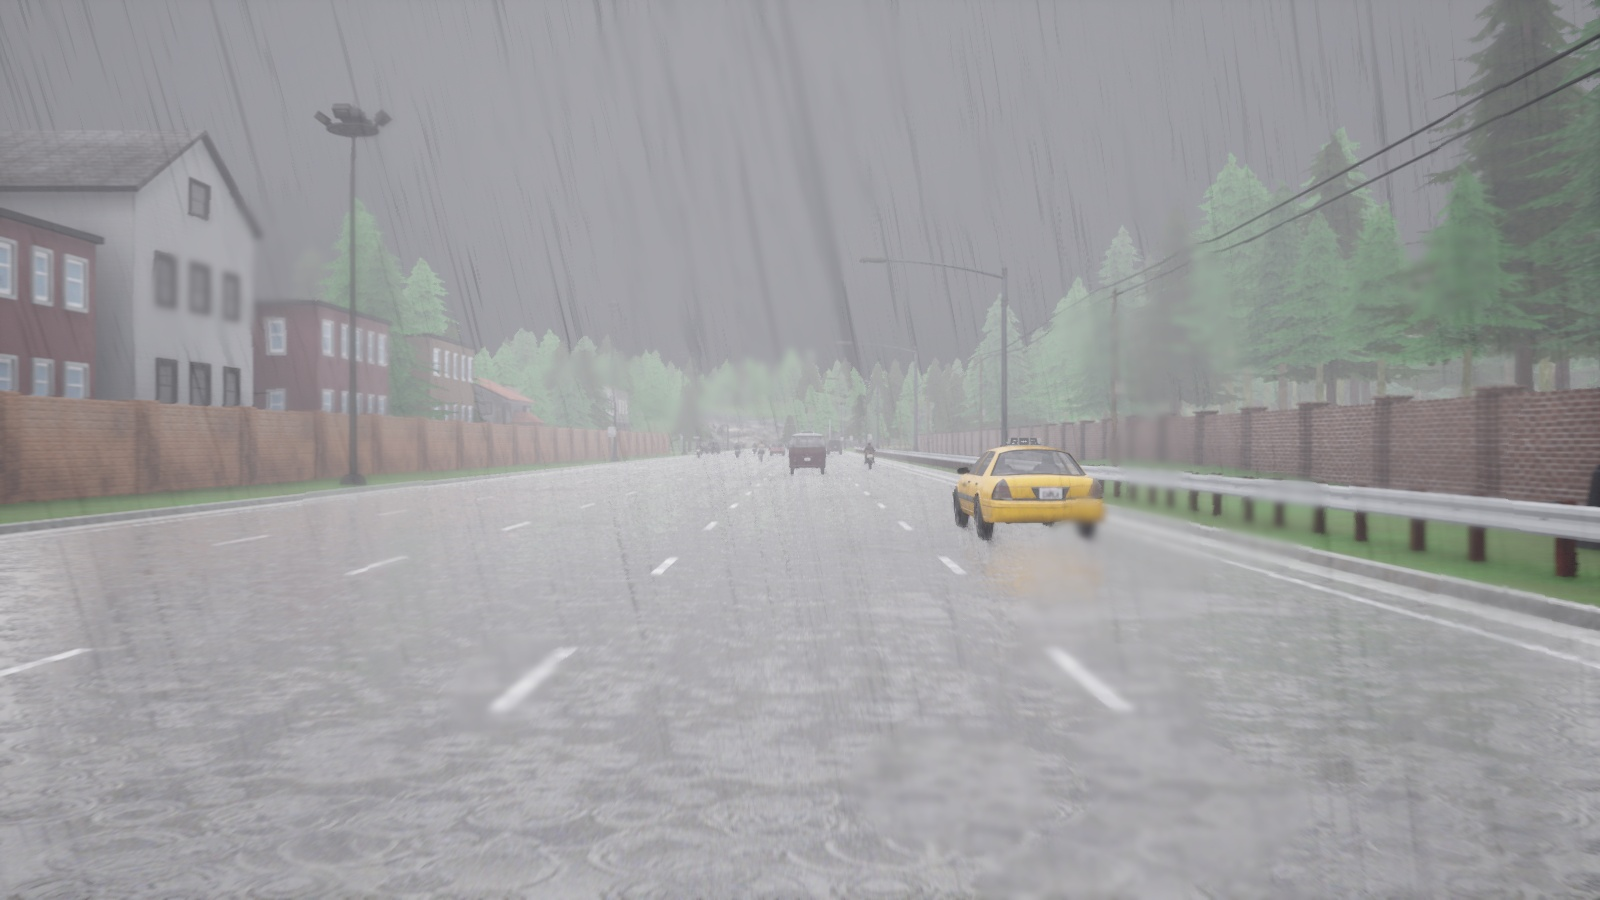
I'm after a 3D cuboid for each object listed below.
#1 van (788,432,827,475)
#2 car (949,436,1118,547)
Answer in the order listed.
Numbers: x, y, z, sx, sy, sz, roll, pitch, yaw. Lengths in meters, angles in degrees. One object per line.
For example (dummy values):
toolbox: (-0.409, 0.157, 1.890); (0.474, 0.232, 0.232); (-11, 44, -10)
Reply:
van: (0.358, 0.163, 60.410); (1.775, 1.987, 4.442); (0, 0, 0)
car: (3.632, 0.574, 20.505); (1.801, 1.575, 5.366); (0, 0, 0)
